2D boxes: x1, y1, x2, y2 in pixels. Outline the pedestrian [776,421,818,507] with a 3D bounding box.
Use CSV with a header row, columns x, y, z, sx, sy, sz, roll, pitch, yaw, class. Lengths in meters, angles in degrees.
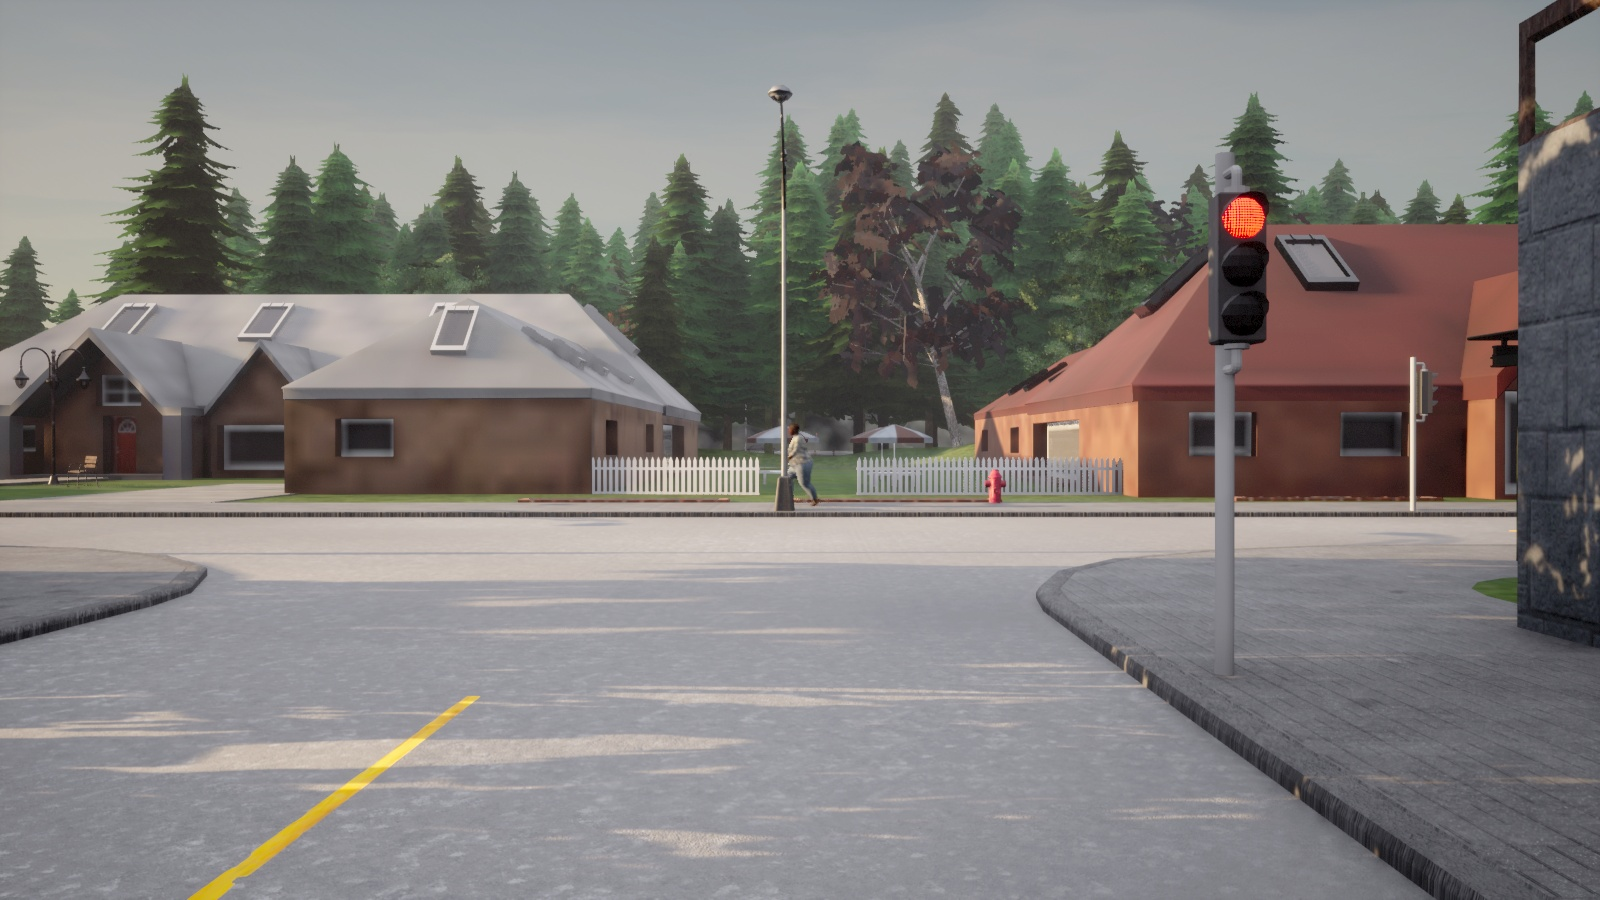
x,y,z,sx,sy,sz,roll,pitch,yaw,class
-0.065,0.301,27.386,0.900,1.855,0.874,0,0,0,pedestrian
